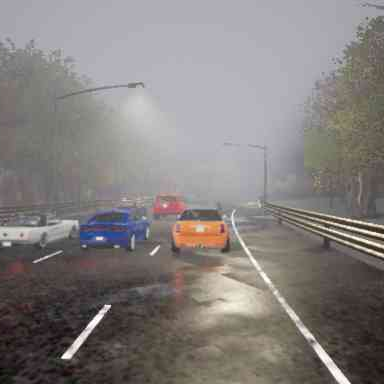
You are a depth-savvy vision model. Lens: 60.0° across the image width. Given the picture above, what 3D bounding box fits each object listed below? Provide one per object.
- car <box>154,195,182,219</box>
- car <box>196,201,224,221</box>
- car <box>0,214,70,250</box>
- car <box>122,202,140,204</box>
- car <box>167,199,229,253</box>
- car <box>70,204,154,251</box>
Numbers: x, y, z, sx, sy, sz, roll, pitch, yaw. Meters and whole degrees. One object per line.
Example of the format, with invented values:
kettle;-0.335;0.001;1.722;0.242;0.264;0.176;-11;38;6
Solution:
car;-1.801;1.233;28.738;2.150;2.045;5.566;0;0;7
car;1.671;1.549;28.304;2.033;1.411;5.357;0;0;7
car;-6.575;1.596;14.302;1.895;1.301;4.718;0;0;3
car;-5.282;1.536;29.116;1.994;1.385;4.181;0;0;7
car;0.410;1.358;13.839;2.097;1.767;4.553;0;0;3
car;-3.083;1.471;14.071;1.882;1.535;5.008;0;0;3
